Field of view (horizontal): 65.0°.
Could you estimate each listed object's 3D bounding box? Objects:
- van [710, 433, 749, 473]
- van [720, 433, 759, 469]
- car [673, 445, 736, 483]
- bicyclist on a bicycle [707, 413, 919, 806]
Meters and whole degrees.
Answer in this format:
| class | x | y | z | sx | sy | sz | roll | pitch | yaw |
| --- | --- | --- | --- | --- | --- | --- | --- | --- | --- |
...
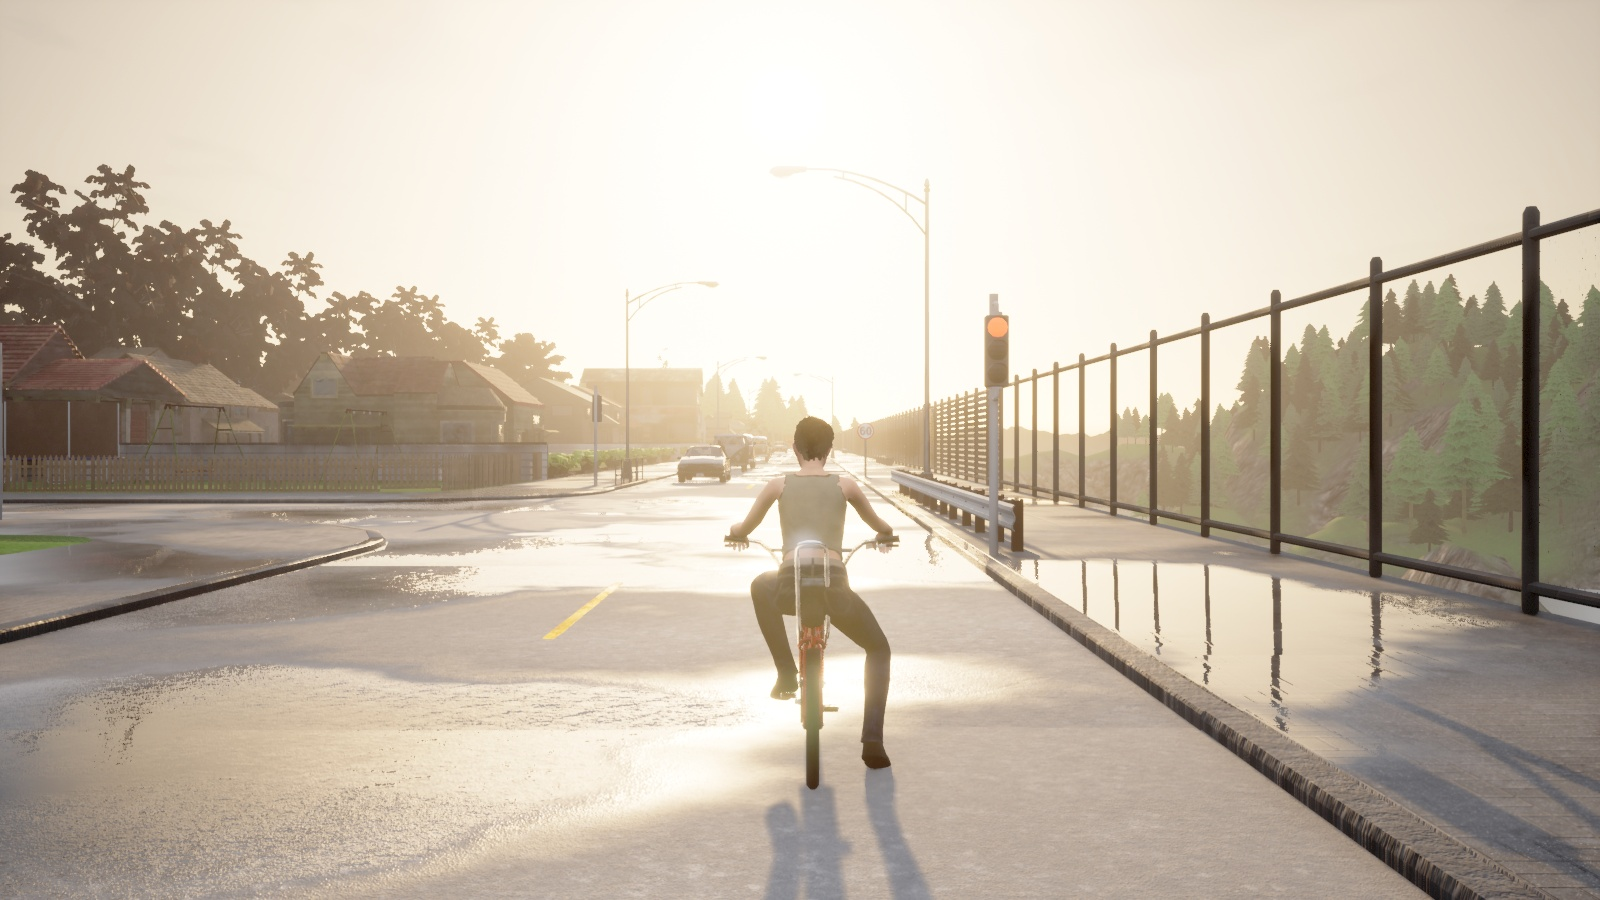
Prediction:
| class | x | y | z | sx | sy | sz | roll | pitch | yaw |
| --- | --- | --- | --- | --- | --- | --- | --- | --- | --- |
| van | -3.597 | 0.131 | 64.813 | 1.775 | 1.987 | 4.442 | 0 | 0 | 0 |
| van | -3.543 | 0.050 | 73.999 | 2.069 | 2.038 | 4.480 | 0 | 0 | 0 |
| car | -3.690 | 0.513 | 49.200 | 2.033 | 1.411 | 5.357 | 0 | 0 | 0 |
| bicyclist on a bicycle | 0.056 | 0.650 | 5.898 | 0.866 | 1.612 | 1.509 | 0 | 0 | 0 |
